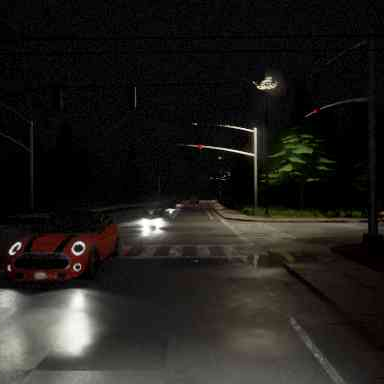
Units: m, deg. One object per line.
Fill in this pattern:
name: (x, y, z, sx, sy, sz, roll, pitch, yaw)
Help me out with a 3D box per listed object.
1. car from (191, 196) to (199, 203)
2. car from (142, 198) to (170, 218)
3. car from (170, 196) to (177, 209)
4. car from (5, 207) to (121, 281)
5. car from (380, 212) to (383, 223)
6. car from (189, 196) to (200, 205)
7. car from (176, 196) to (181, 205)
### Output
car: (0.718, 1.630, 75.688, 1.837, 1.490, 4.892, 0, 0, 2)
car: (-3.580, 1.593, 31.653, 2.128, 1.511, 4.902, 0, 0, 0)
car: (-3.542, 1.703, 47.121, 1.994, 1.385, 4.181, 0, 0, 0)
car: (-3.600, 1.400, 10.134, 2.097, 1.767, 4.553, 0, 0, 0)
car: (15.168, 1.484, 22.040, 5.008, 1.535, 1.882, 0, 0, 1)
car: (0.387, 1.690, 65.381, 1.812, 1.442, 4.674, 0, 0, 2)
car: (-3.276, 1.529, 63.294, 2.097, 1.767, 4.553, 0, 0, 2)
